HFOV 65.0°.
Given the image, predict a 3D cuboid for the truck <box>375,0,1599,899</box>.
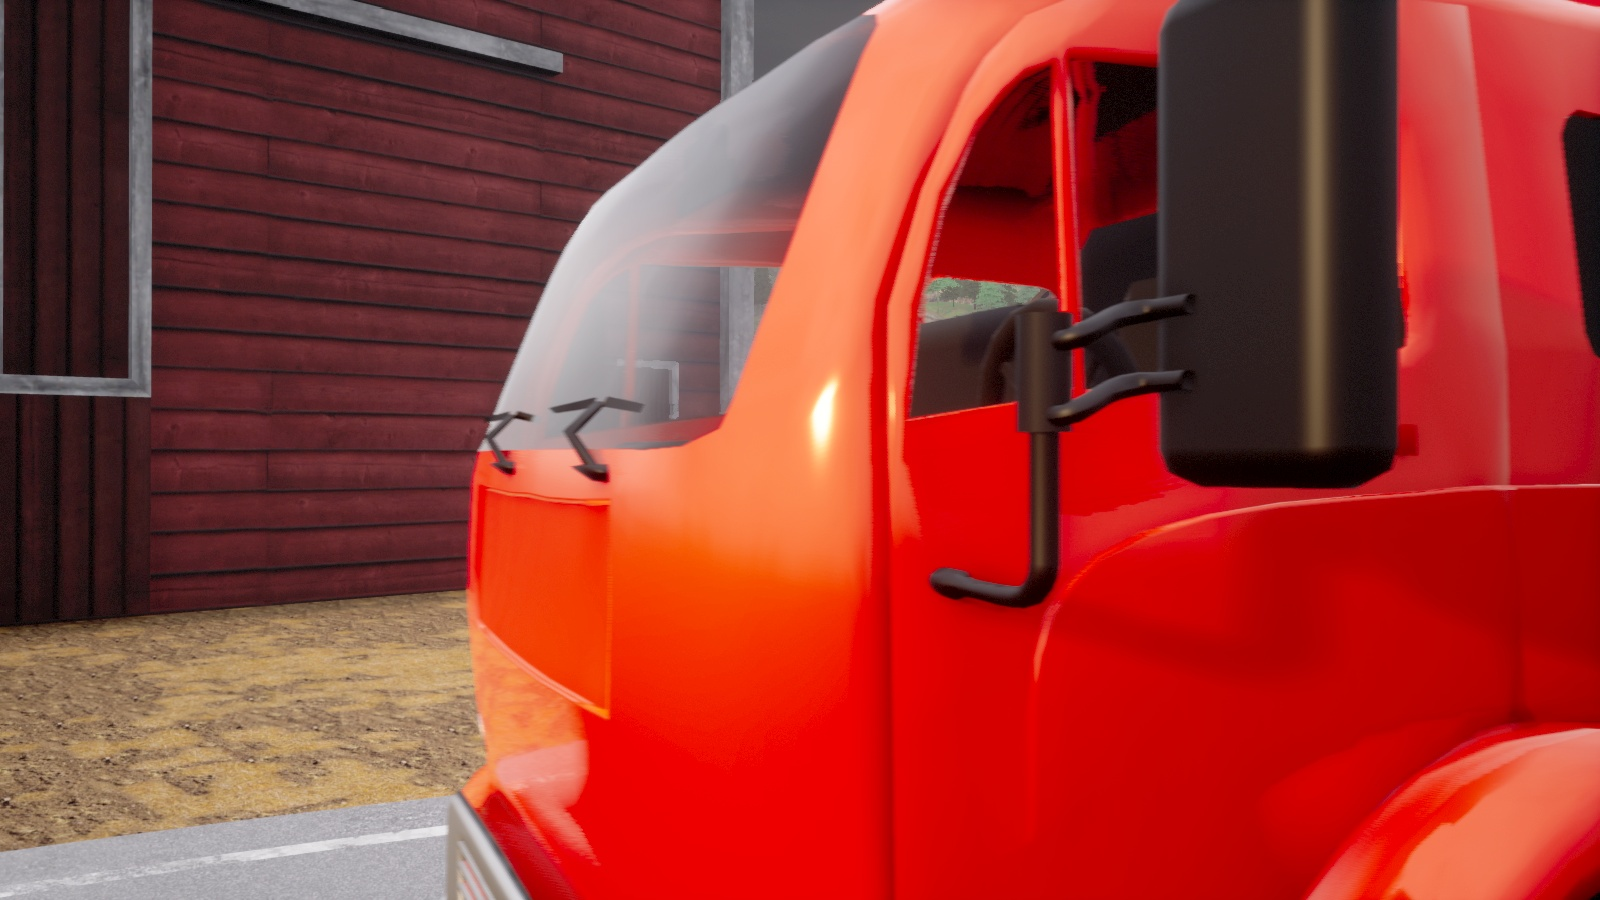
[{"bbox_3d":[1.872,0.261,2.923,5.204,2.467,2.627,0,0,-24],"label":"truck"}]
